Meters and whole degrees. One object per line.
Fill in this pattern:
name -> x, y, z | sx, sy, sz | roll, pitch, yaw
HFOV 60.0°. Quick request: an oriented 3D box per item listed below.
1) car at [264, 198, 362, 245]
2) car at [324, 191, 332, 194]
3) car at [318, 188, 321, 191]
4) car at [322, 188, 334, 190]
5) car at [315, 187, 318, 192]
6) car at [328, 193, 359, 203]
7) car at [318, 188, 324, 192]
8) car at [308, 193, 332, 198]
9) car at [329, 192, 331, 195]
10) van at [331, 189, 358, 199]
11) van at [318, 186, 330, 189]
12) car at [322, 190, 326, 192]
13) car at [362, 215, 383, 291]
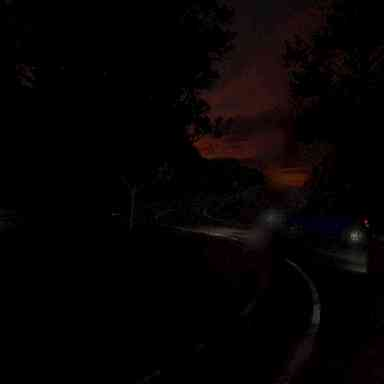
car -> 5.737, 1.308, 15.455 | 4.553, 1.767, 2.097 | 2, 0, 22
car -> 26.019, 1.102, 57.027 | 5.366, 1.575, 1.946 | 1, 2, 17
car -> 31.738, 0.557, 75.588 | 4.674, 1.452, 2.002 | 1, 2, 17
car -> 29.395, 0.644, 67.594 | 4.553, 1.767, 2.185 | 1, 2, 17
car -> 34.088, 0.297, 83.570 | 4.792, 1.488, 2.163 | 1, 2, 17
car -> 27.016, 1.053, 59.625 | 4.792, 1.488, 2.163 | 1, 2, 17
car -> 30.944, 0.601, 72.926 | 5.008, 1.535, 2.097 | 1, 2, 17
car -> 17.814, 1.359, 46.653 | 1.837, 1.490, 4.892 | 1, 1, 13
car -> 25.433, 1.223, 54.306 | 4.792, 1.488, 2.163 | 1, 2, 17
van -> 24.502, 1.051, 51.683 | 4.442, 1.987, 1.878 | 1, 2, 17
van -> 32.646, 0.210, 78.203 | 4.442, 1.987, 1.878 | 1, 2, 17
car -> 28.578, 0.853, 64.946 | 5.008, 1.535, 2.097 | 1, 2, 17
car -> 4.941, 1.352, 6.627 | 2.097, 1.767, 4.553 | 1, 0, 20
